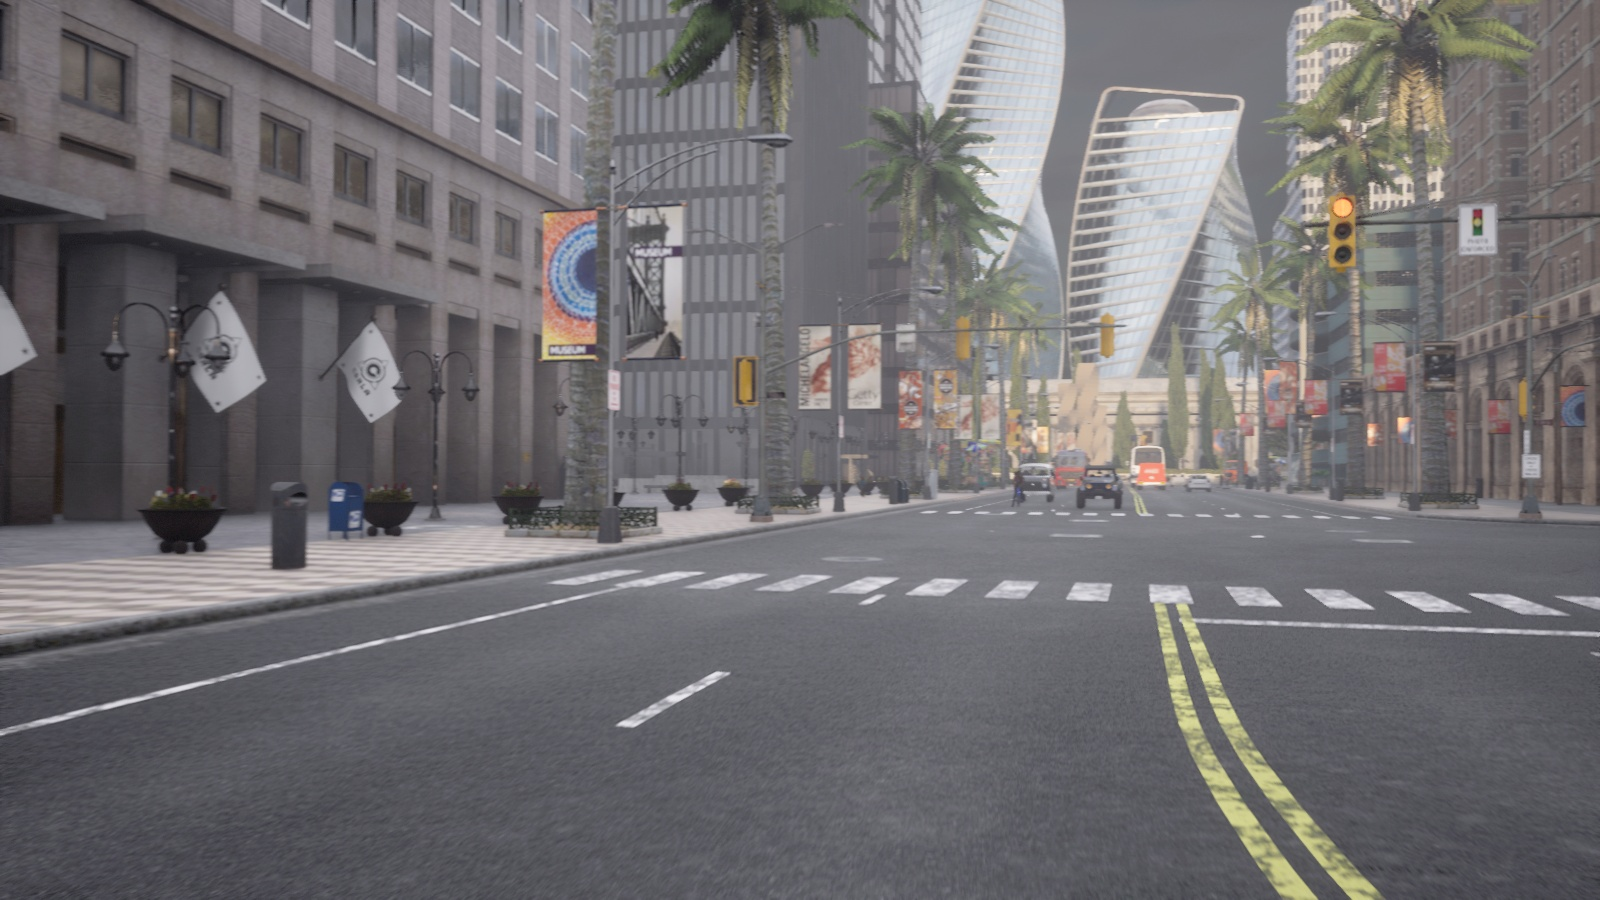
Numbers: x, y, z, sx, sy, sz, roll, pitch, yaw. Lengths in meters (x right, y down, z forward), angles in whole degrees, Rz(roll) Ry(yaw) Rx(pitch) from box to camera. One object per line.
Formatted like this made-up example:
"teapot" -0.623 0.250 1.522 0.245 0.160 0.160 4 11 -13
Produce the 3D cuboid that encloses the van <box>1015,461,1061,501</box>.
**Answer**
"van" 12.542 1.613 65.996 2.069 2.038 4.480 0 -1 15

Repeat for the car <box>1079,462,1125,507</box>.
"car" 13.348 1.503 55.379 1.905 1.878 3.866 0 -1 15
